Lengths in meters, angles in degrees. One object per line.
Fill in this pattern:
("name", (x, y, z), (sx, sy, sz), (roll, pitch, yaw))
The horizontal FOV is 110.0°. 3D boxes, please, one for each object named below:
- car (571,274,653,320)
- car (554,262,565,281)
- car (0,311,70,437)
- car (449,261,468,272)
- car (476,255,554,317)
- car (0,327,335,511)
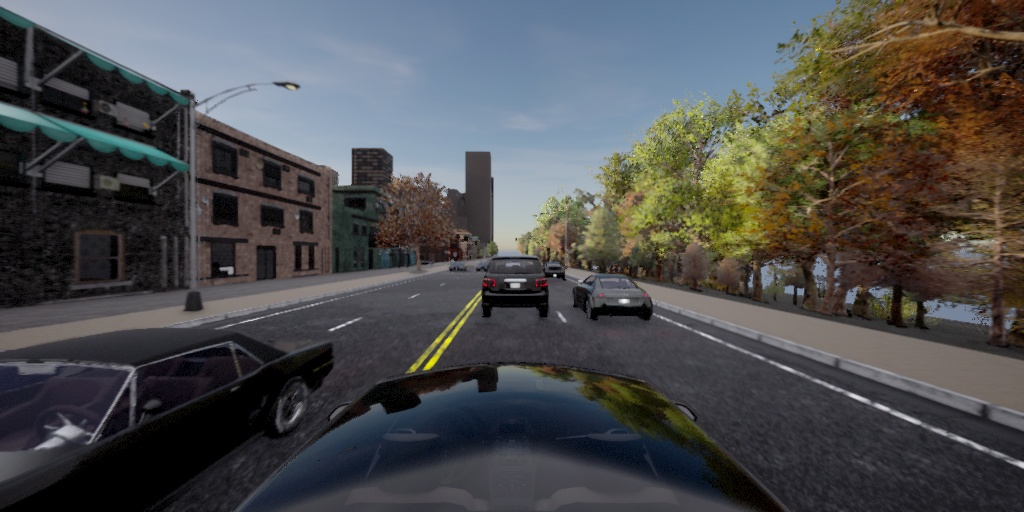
("car", (3.348, 1.318, 12.695), (1.994, 1.385, 4.181), (0, 0, 0))
("car", (3.346, 1.264, 30.372), (1.837, 1.490, 4.892), (0, 0, 0))
("car", (-6.601, 1.351, 2.225), (1.895, 1.301, 4.718), (0, 0, 0))
("car", (-6.675, 1.330, 45.029), (1.994, 1.385, 4.181), (0, 0, -1))
("car", (0.098, 0.975, 13.346), (2.150, 2.045, 5.566), (0, 0, 0))
("car", (-3.352, 1.351, 2.662), (1.895, 1.301, 4.718), (0, 0, 0))
